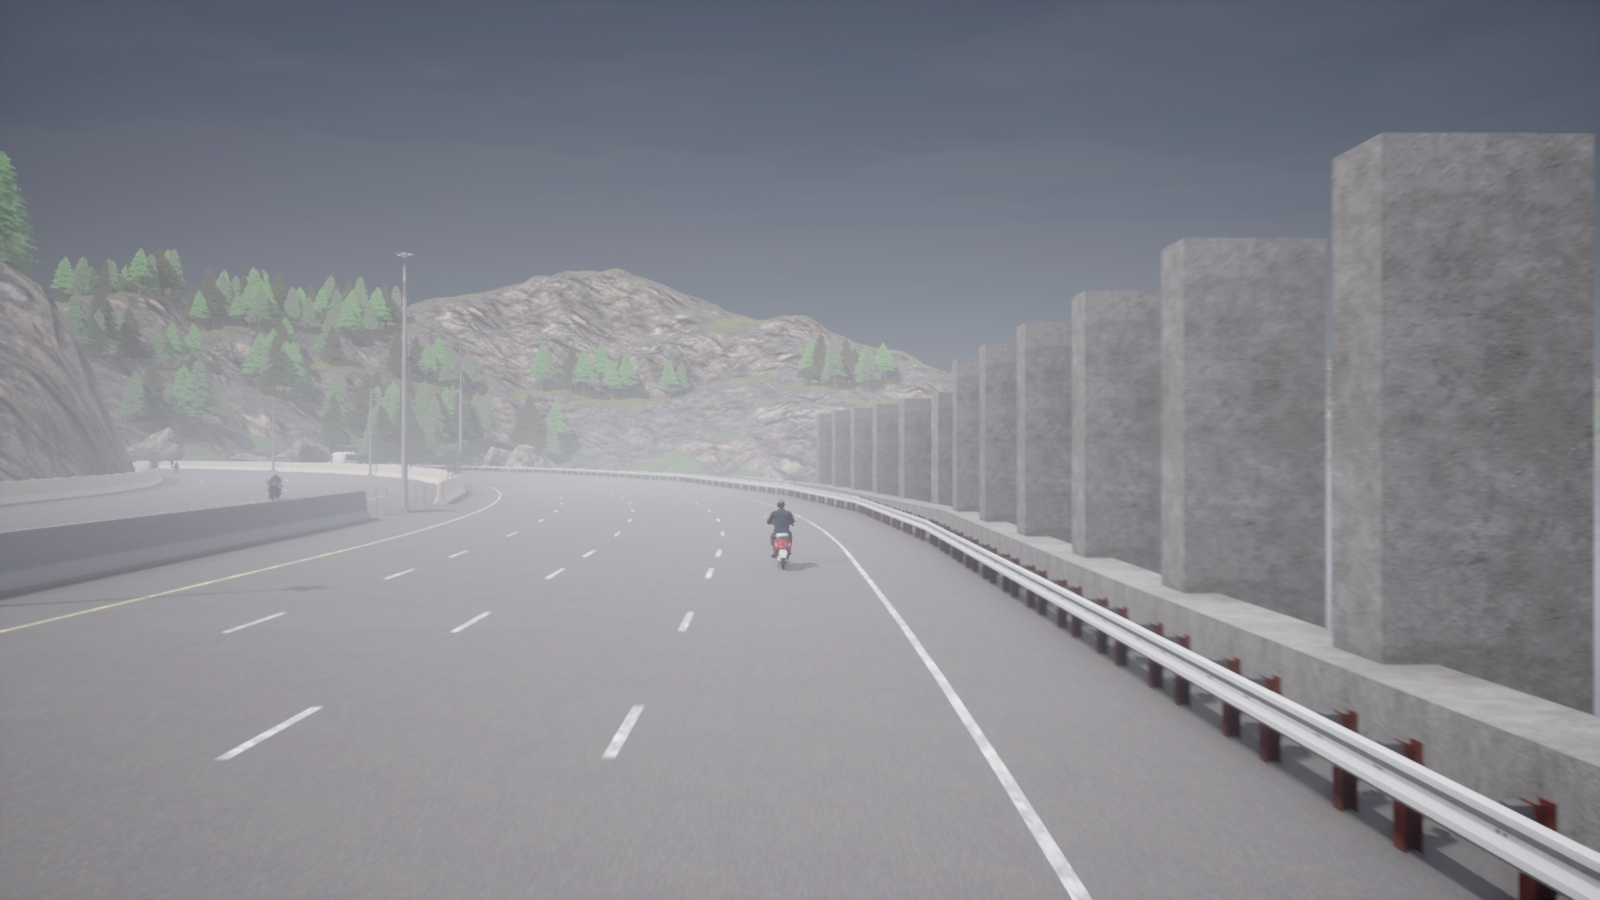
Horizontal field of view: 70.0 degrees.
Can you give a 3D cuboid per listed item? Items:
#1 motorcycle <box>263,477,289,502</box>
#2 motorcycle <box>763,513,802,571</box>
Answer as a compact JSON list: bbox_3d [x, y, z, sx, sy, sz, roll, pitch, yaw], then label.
[{"bbox_3d":[-29.457,2.209,64.234,0.867,1.251,2.209,-1,0,-13],"label":"motorcycle"},{"bbox_3d":[-0.443,2.184,27.499,0.856,1.236,1.805,-1,0,-3],"label":"motorcycle"}]
